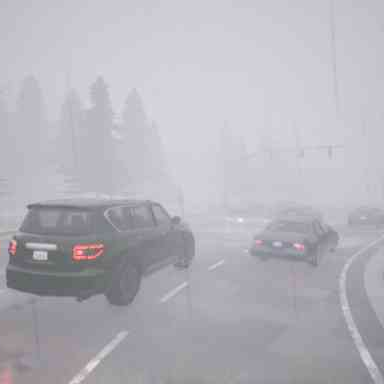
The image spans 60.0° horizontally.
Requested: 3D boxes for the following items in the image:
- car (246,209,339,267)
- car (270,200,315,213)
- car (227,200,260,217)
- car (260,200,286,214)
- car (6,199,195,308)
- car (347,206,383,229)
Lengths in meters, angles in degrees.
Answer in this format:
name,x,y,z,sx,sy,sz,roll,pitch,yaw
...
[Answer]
name,x,y,z,sx,sy,sz,roll,pitch,yaw
car,3.774,1.553,11.630,2.033,1.411,5.357,1,0,32
car,7.166,1.513,22.022,1.837,1.490,4.892,1,-1,36
car,5.348,1.513,31.444,2.033,1.411,5.357,1,0,37
car,8.129,1.499,29.318,1.837,1.490,4.892,1,0,37
car,-1.698,1.173,8.184,2.150,2.045,5.566,0,0,19
car,12.027,1.629,22.670,1.994,1.385,4.181,1,0,37
